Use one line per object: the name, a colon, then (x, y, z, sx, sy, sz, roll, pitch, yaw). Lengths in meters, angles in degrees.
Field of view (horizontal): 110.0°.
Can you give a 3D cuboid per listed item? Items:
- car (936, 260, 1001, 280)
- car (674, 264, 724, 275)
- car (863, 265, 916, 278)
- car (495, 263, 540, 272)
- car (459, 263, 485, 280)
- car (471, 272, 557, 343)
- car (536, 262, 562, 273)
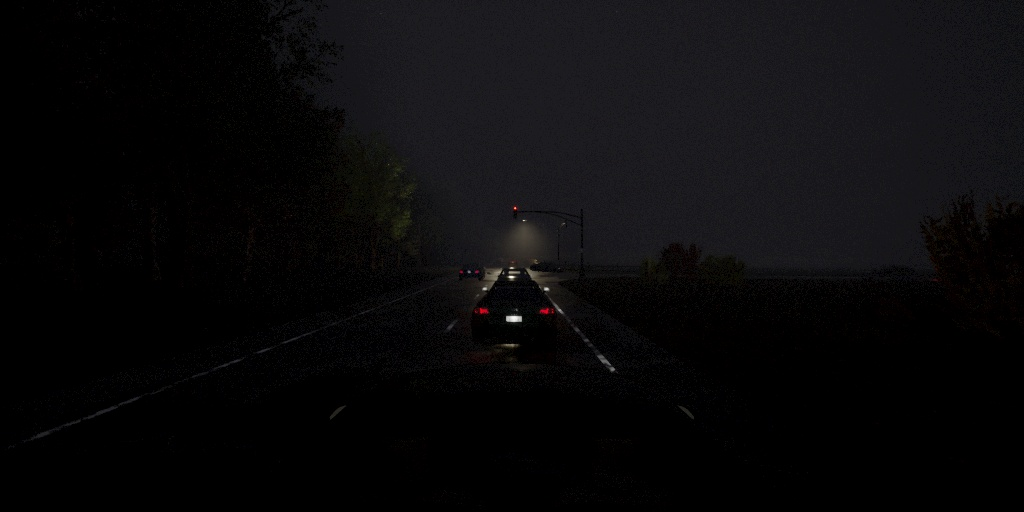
car: (48.592, 1.499, 38.058, 5.566, 2.045, 2.150, 1, -1, 0)
car: (21.886, 1.593, 41.803, 5.357, 1.411, 2.033, 1, -1, 0)
car: (43.737, 1.776, 41.657, 4.902, 1.511, 2.128, 1, -1, 1)
car: (0.121, 1.301, 18.879, 2.033, 1.411, 5.357, 0, 0, 0)
car: (-3.367, 1.304, 30.771, 2.033, 1.411, 5.357, 0, 0, 0)
car: (0.093, 1.316, 9.674, 1.994, 1.385, 4.181, 0, 0, 1)
car: (4.303, 1.418, 45.555, 4.181, 1.385, 1.994, 3, 2, 39)
